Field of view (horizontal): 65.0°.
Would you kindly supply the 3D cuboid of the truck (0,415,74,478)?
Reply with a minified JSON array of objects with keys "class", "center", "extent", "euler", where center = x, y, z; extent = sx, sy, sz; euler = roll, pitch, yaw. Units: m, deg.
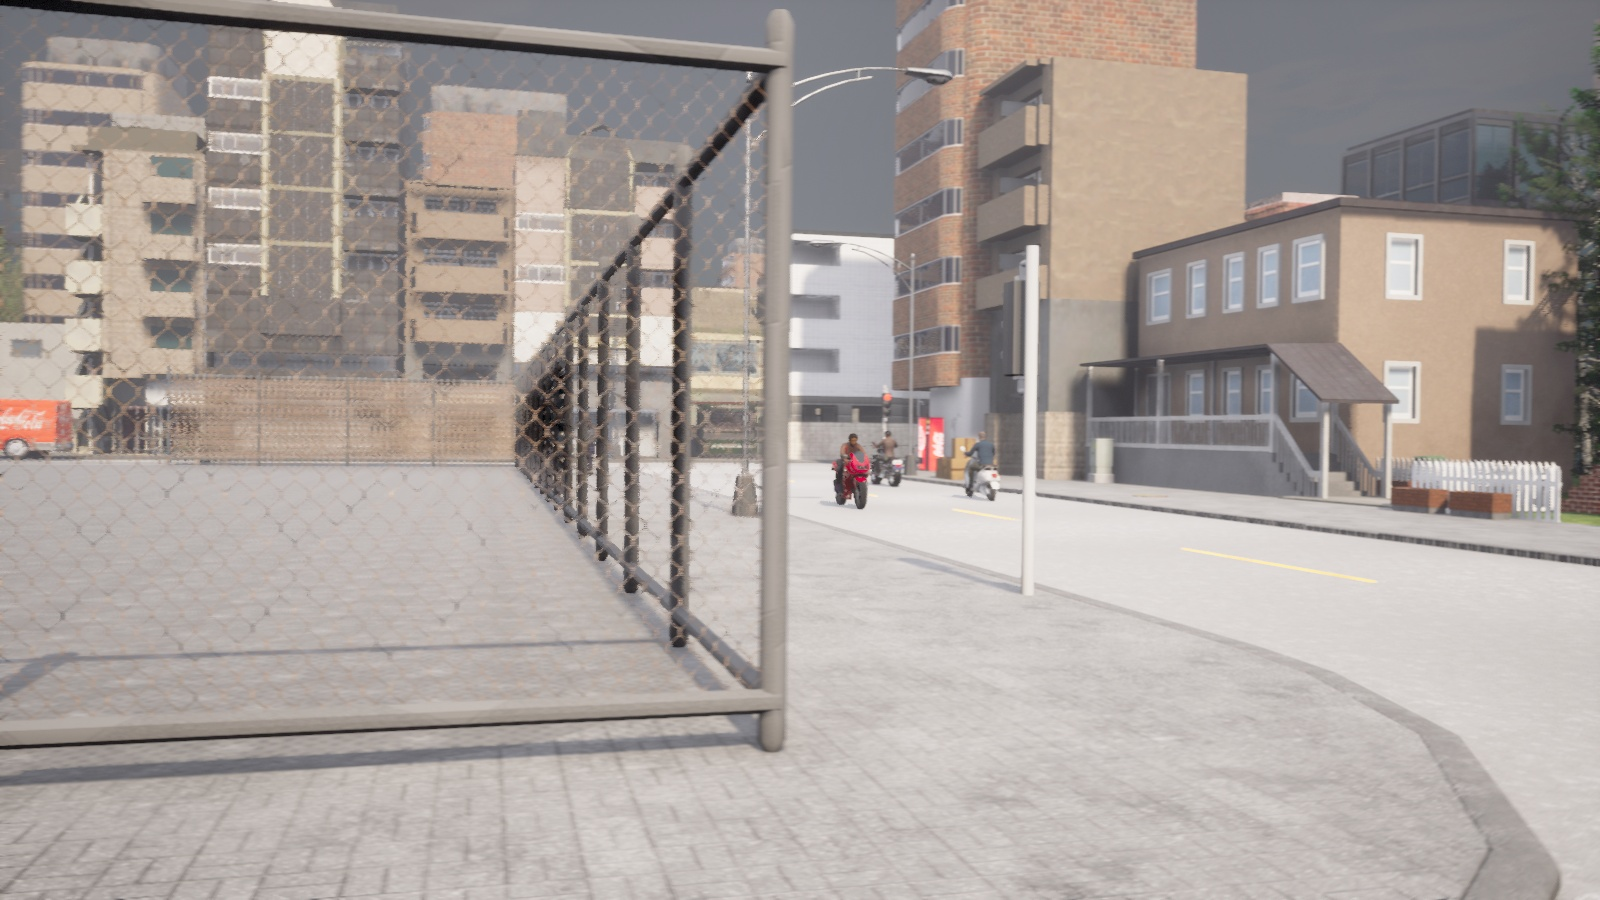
[{"class":"truck","center":[-32.527,-0.132,50.495],"extent":[5.204,2.467,2.627],"euler":[-1,1,-15]}]

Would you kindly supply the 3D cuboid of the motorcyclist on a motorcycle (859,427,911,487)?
[{"class":"motorcyclist on a motorcycle","center":[2.428,0.179,36.213],"extent":[0.766,1.649,2.350],"euler":[-1,1,-15]}]

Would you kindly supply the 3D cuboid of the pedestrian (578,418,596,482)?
[{"class":"pedestrian","center":[-6.583,-0.012,38.773],"extent":[0.423,1.949,0.788],"euler":[-1,1,-16]}]

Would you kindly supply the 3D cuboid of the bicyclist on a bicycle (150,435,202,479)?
[{"class":"bicyclist on a bicycle","center":[-24.116,0.254,48.531],"extent":[1.656,1.620,0.582],"euler":[-2,1,-14]}]

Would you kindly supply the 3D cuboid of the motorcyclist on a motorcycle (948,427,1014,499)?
[{"class":"motorcyclist on a motorcycle","center":[4.197,0.268,29.259],"extent":[0.866,1.590,1.817],"euler":[-1,2,-14]}]

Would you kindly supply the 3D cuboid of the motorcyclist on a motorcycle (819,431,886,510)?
[{"class":"motorcyclist on a motorcycle","center":[1.040,0.387,25.432],"extent":[0.797,1.523,2.044],"euler":[-1,1,-14]}]
